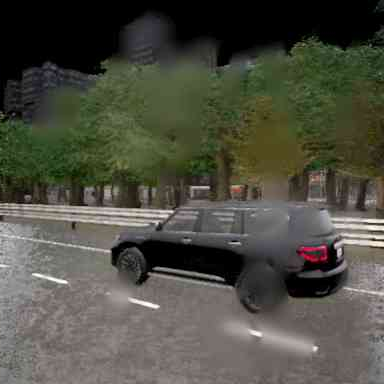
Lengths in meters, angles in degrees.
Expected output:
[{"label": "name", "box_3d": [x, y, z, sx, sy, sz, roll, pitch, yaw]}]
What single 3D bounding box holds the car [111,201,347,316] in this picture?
[{"label": "car", "box_3d": [0.562, 1.224, 7.765, 5.566, 2.045, 2.150, 0, 0, 36]}]
